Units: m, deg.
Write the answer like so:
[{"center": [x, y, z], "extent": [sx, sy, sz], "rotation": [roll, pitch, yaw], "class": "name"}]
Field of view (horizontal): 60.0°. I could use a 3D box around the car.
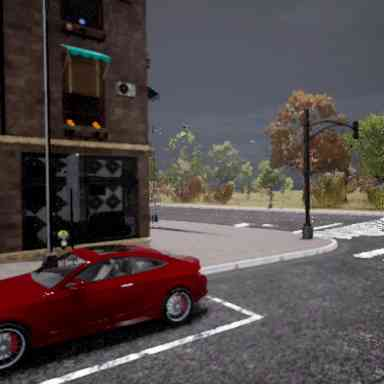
[{"center": [-1.636, 1.580, 5.527], "extent": [4.206, 1.307, 1.802], "rotation": [0, -1, -35], "class": "car"}]
